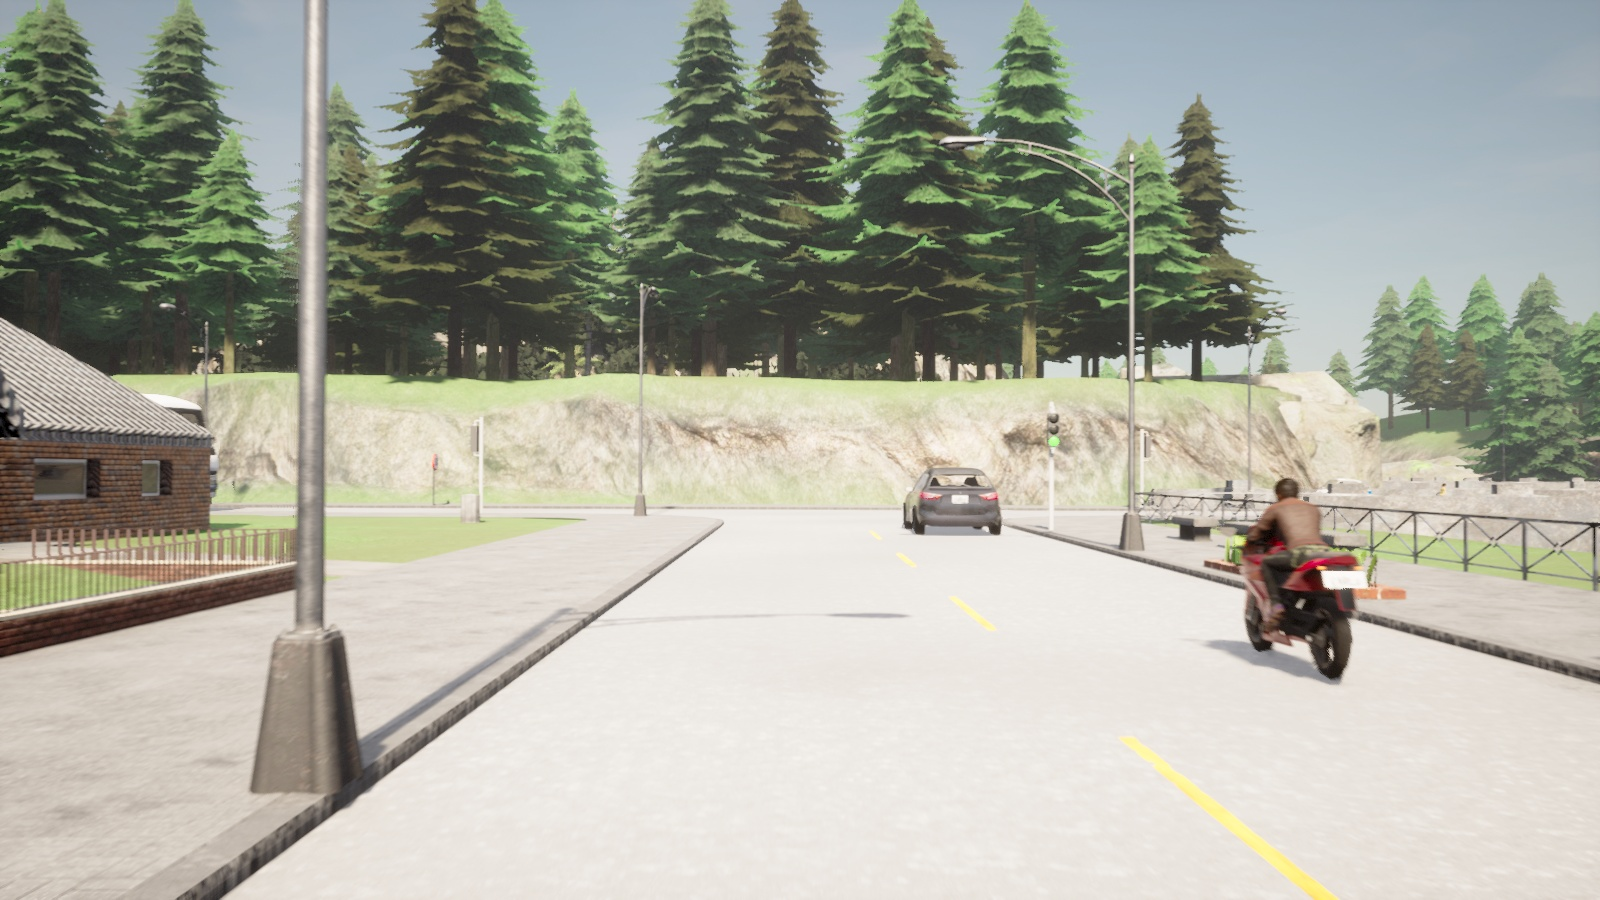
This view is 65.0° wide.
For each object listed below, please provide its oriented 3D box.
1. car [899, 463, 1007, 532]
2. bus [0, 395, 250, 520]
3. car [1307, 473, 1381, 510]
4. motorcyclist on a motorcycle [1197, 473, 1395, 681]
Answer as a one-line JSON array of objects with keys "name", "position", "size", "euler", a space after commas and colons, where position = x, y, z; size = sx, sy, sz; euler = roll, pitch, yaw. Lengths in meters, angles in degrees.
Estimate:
[{"name": "car", "position": [3.922, 1.195, 32.961], "size": [2.242, 1.667, 4.611], "euler": [0, -1, 0]}, {"name": "bus", "position": [-25.642, 0.291, 44.829], "size": [10.273, 4.253, 3.944], "euler": [0, -1, 0]}, {"name": "car", "position": [21.163, 1.605, 48.910], "size": [2.207, 1.376, 1.481], "euler": [0, -1, 0]}, {"name": "motorcyclist on a motorcycle", "position": [3.976, 0.953, 10.273], "size": [0.797, 1.523, 2.044], "euler": [0, -1, 0]}]
